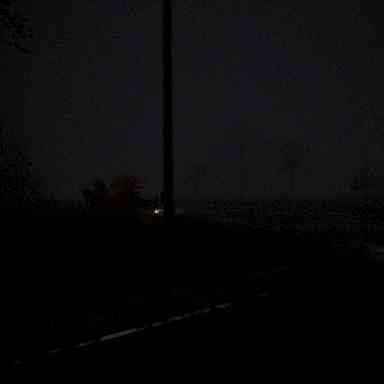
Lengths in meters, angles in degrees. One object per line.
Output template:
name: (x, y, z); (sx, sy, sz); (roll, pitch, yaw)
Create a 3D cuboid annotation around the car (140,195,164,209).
car: (-4.024, 1.060, 36.079); (1.812, 1.442, 4.674); (-1, 2, -35)
